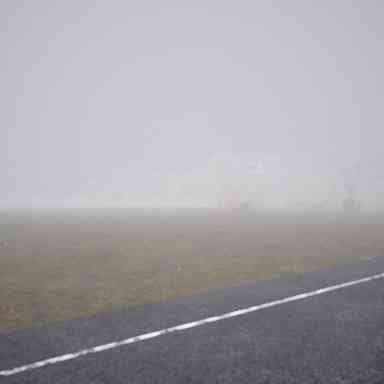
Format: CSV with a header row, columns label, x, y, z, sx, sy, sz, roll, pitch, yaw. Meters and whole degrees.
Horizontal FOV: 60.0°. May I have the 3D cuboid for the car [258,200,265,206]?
label,x,y,z,sx,sy,sz,roll,pitch,yaw
car,15.636,2.583,81.504,1.882,1.535,5.008,1,-1,-32

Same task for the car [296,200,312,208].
label,x,y,z,sx,sy,sz,roll,pitch,yaw
car,23.380,2.438,69.145,2.128,1.511,4.902,1,-1,-32
